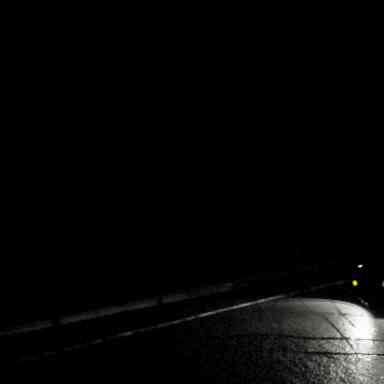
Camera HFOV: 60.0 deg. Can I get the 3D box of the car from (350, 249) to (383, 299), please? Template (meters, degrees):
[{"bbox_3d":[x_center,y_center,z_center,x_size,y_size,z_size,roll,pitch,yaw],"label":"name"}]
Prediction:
[{"bbox_3d":[5.457,1.593,7.371,4.181,1.385,1.994,0,0,-32],"label":"car"}]
